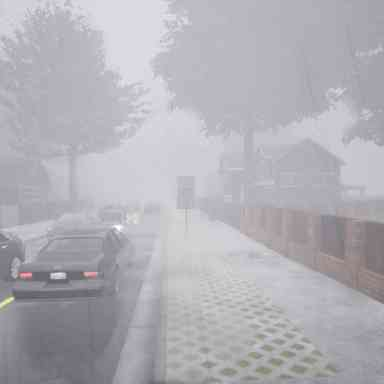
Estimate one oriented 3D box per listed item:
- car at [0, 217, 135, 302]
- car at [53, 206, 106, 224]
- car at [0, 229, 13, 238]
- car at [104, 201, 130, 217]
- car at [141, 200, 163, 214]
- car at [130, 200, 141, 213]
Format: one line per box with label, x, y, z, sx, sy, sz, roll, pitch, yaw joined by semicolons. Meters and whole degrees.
car;-2.636;1.618;8.650;2.033;1.411;5.357;-1;0;-4
car;-6.068;1.703;17.568;1.812;1.442;4.674;-1;0;-4
car;-5.471;1.591;7.296;1.837;1.490;4.892;-1;0;-1
car;-6.769;1.751;28.439;1.882;1.535;5.008;-1;-1;-4
car;-4.565;1.924;39.055;1.895;1.301;4.718;-1;0;-3
car;-7.668;1.875;43.599;2.128;1.511;4.902;-1;0;-4
